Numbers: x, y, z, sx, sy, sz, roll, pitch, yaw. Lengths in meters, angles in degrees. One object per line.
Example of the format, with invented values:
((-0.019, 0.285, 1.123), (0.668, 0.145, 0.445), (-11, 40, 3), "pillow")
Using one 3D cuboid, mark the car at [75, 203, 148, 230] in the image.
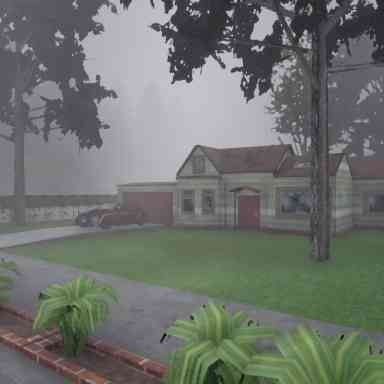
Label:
((-4.458, 1.300, 18.838), (1.994, 1.381, 4.181), (0, 0, 36), "car")
